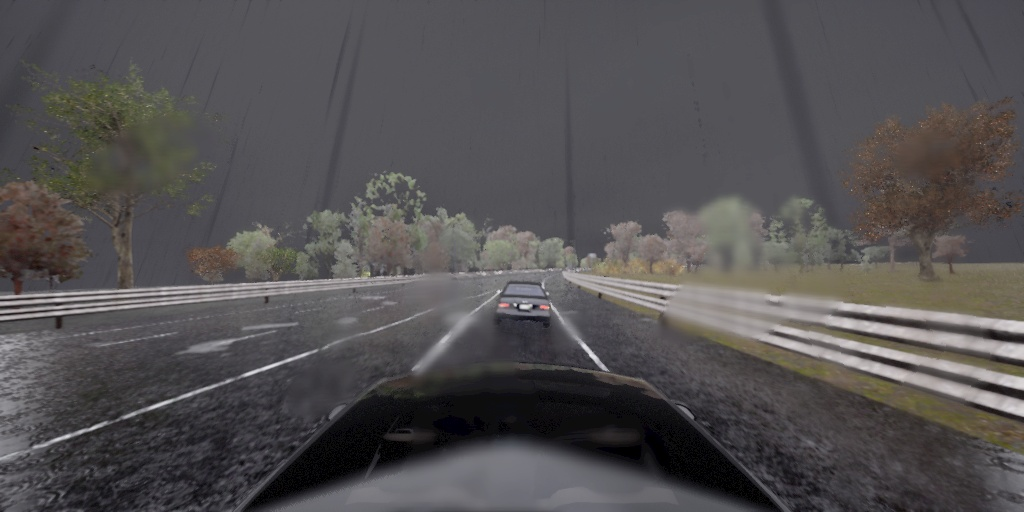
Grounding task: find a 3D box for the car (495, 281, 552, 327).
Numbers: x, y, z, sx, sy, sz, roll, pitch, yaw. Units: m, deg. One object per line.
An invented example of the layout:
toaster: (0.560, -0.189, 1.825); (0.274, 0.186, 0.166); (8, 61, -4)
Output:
car: (0.406, 1.628, 13.067); (2.033, 1.411, 5.357); (3, -2, 1)
